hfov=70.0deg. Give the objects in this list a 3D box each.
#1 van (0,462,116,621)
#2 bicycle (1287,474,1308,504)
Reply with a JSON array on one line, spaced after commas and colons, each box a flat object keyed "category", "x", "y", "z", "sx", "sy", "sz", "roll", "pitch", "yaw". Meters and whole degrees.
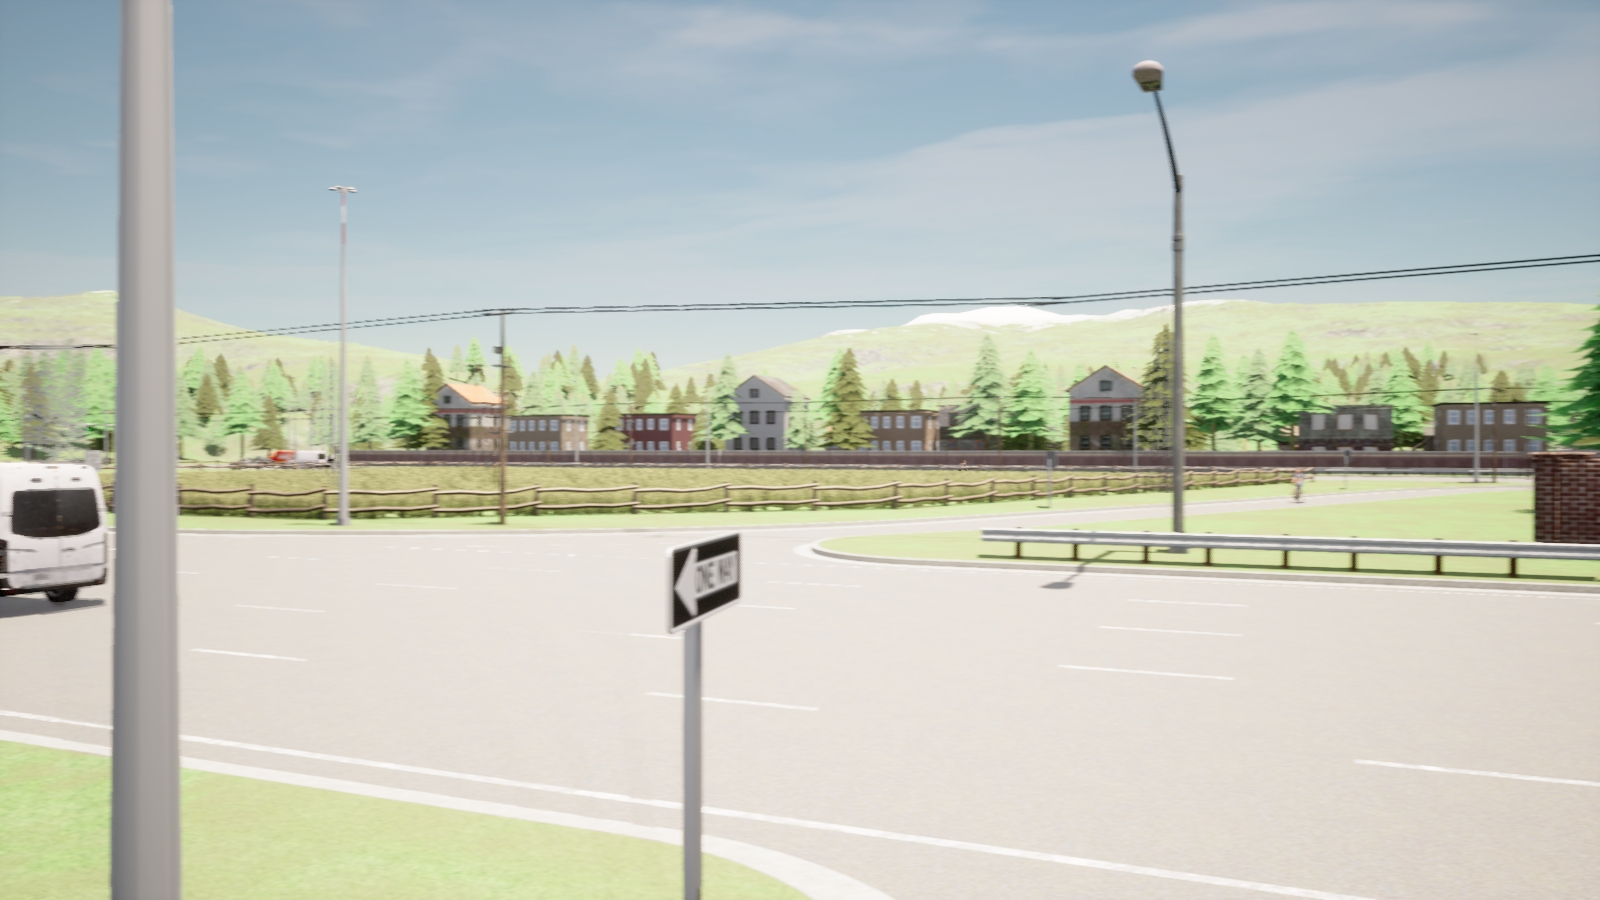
[{"category": "van", "x": -15.396, "y": 1.505, "z": 20.757, "sx": 5.915, "sy": 2.561, "sz": 1.988, "roll": 0, "pitch": 0, "yaw": 23}, {"category": "bicycle", "x": 25.544, "y": 1.998, "z": 58.634, "sx": 1.643, "sy": 1.496, "sz": 0.373, "roll": -1, "pitch": 0, "yaw": -42}]
